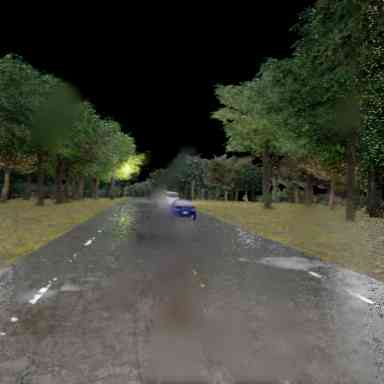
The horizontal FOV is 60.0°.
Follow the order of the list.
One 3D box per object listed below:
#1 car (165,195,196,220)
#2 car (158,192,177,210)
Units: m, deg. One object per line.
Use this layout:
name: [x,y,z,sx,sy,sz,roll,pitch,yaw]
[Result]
car: [-0.853,1.353,27.147,1.882,1.535,5.008,2,0,-9]
car: [-2.752,1.009,39.256,2.150,2.045,5.566,2,0,-8]
